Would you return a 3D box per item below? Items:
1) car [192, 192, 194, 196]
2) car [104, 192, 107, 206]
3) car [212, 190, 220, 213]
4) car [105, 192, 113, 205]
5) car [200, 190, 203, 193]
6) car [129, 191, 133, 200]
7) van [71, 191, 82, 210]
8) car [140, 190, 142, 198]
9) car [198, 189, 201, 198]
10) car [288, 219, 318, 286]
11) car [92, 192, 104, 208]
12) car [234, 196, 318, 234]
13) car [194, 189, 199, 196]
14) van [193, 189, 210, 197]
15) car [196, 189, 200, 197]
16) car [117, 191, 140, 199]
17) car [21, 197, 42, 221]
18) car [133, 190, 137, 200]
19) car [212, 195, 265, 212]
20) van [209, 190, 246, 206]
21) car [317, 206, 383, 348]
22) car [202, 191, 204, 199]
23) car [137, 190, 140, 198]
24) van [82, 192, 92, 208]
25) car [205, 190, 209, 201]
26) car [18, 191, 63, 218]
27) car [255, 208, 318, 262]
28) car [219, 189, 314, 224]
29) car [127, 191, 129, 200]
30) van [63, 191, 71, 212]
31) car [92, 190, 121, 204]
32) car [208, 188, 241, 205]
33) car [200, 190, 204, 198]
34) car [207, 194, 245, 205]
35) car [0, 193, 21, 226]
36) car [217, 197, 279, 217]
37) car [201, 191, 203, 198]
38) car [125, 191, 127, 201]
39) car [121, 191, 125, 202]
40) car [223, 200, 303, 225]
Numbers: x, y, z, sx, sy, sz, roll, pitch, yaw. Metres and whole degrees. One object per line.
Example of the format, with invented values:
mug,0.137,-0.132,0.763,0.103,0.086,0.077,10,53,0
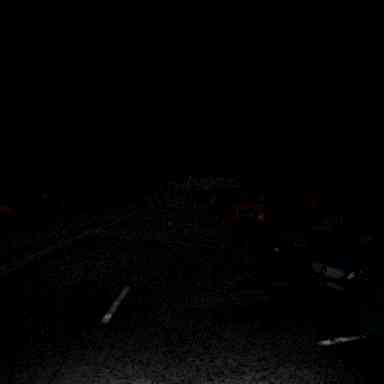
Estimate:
car,3.303,0.604,88.709,4.674,1.452,2.002,0,0,-25
car,-13.470,1.128,41.207,4.792,1.488,2.163,-1,1,-20
car,4.758,0.996,25.409,5.566,2.045,2.435,1,1,-20
car,-13.427,1.096,44.210,4.792,1.488,2.163,-1,0,-20
car,4.561,0.735,61.546,4.553,1.767,2.185,0,0,-22
car,-13.588,0.913,59.045,5.008,1.535,2.097,-1,1,-21
van,-13.315,0.964,32.332,4.442,1.987,1.878,-1,0,-20
car,-13.954,0.791,70.889,5.008,1.535,2.097,-1,1,-22
car,4.422,0.795,67.593,5.008,1.535,2.097,0,0,-22
car,4.767,1.477,7.359,4.674,1.452,2.002,1,1,-20
car,-13.262,1.124,38.311,5.366,1.575,1.946,-1,0,-20
car,4.754,1.218,16.400,4.553,1.767,2.185,1,0,-20
car,4.036,0.444,76.627,5.566,2.045,2.435,0,1,-23
van,2.727,0.272,94.674,4.442,1.987,1.878,0,1,-25
car,4.205,0.729,73.626,5.008,1.535,2.097,0,1,-23
car,-14.129,0.636,73.838,4.553,1.767,2.185,-1,0,-22
car,-13.402,1.325,23.365,4.674,1.452,2.002,-1,0,-20
car,-13.774,0.882,64.953,4.792,1.488,2.163,-1,1,-22
car,4.767,1.152,34.442,5.008,1.535,2.097,1,1,-20
van,4.644,0.830,43.413,4.442,1.987,1.878,1,1,-20
car,4.787,1.209,4.355,5.566,2.045,2.435,1,0,-20
car,4.880,0.958,52.568,5.366,1.575,1.946,1,0,-21
car,-13.816,0.851,67.947,4.792,1.488,2.163,-1,0,-22
van,-13.324,0.933,35.310,4.442,1.987,1.878,-1,0,-20
car,4.787,0.869,37.458,5.566,2.045,2.435,1,0,-20
car,-13.436,1.003,26.324,5.566,2.045,2.435,-1,1,-20
car,4.778,1.408,10.384,5.008,1.535,2.097,1,1,-20
car,4.765,1.060,19.395,5.566,2.045,2.435,1,1,-20
car,-13.518,0.818,56.088,4.553,1.767,2.185,-1,1,-21
van,-13.306,0.995,29.355,4.442,1.987,1.878,-1,0,-20
car,-13.492,0.786,47.156,5.566,2.045,2.435,-1,1,-20
car,4.797,0.933,31.450,5.566,2.045,2.435,1,0,-20
car,4.627,0.895,58.529,4.892,1.521,2.231,1,0,-21
car,4.767,1.054,46.485,4.792,1.488,2.163,1,0,-20
car,-13.365,1.190,20.391,4.553,1.767,2.185,-1,1,-20
car,4.747,1.245,28.420,4.792,1.488,2.163,1,1,-20
car,4.690,0.927,55.510,5.008,1.535,2.097,1,1,-21
car,-13.502,0.976,53.112,4.892,1.521,2.231,-1,1,-20
car,-13.309,0.999,50.212,5.366,1.575,1.946,-1,0,-20
car,4.757,1.309,22.408,4.792,1.488,2.163,1,1,-20
